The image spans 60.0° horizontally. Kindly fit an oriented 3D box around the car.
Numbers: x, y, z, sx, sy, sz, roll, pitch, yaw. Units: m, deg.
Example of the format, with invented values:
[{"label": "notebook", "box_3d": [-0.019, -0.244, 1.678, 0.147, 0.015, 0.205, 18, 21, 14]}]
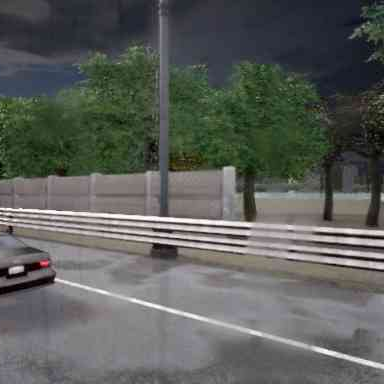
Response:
[{"label": "car", "box_3d": [-5.413, 1.541, 7.874, 5.357, 1.411, 2.033, 0, 0, 36]}]
